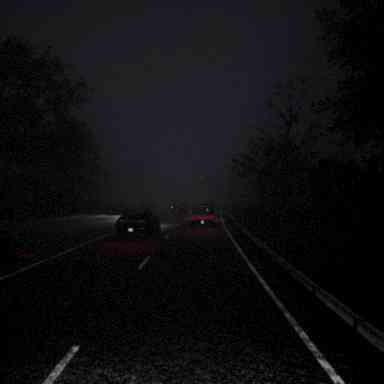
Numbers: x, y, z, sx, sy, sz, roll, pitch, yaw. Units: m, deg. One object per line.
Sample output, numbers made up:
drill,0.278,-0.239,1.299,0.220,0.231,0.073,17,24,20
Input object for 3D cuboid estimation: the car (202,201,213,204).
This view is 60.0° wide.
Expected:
car,2.022,1.968,42.660,1.837,1.490,4.892,0,-1,5

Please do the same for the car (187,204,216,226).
car,0.861,1.883,25.818,1.895,1.301,4.718,0,-1,3

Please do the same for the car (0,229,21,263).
car,-6.891,1.666,9.741,1.994,1.385,4.181,0,-1,1

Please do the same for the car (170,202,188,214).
car,-1.569,1.980,41.717,1.812,1.442,4.674,0,-1,4

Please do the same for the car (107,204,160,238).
car,-2.966,1.698,19.021,2.128,1.511,4.902,0,-1,2

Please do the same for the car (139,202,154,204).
car,-5.459,1.919,39.387,2.128,1.511,4.902,0,-1,4

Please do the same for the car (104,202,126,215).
car,-8.952,1.932,39.597,1.837,1.490,4.892,0,-1,5
